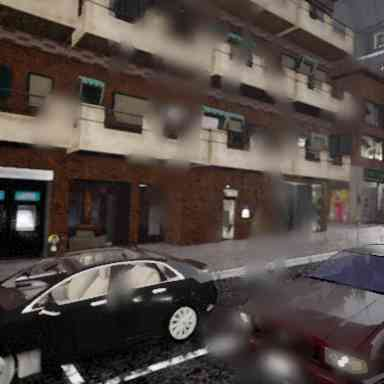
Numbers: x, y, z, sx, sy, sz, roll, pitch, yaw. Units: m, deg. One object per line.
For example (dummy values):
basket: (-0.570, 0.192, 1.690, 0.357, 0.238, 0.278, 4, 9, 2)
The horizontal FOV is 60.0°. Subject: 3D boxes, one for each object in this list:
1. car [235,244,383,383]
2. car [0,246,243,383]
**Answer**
car: (3.157, 1.611, 5.329, 5.357, 1.411, 2.033, 1, 0, -36)
car: (-1.601, 1.568, 4.926, 4.403, 1.369, 2.008, 1, 2, -35)
